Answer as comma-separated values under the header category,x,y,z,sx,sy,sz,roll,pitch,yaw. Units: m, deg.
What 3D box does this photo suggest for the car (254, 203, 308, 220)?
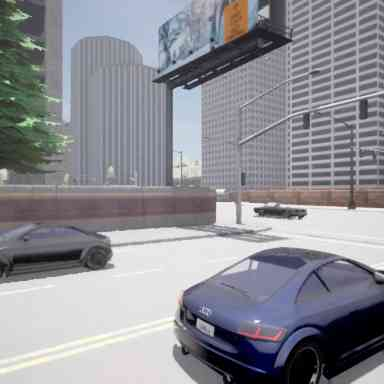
category,x,y,z,sx,sy,sz,roll,pitch,yaw
car,7.497,1.601,28.379,1.895,1.301,4.718,0,0,-31

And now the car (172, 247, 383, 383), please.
category,x,y,z,sx,sy,sz,roll,pitch,yaw
car,1.796,1.564,5.074,4.181,1.385,1.994,0,0,-35

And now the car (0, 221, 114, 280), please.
category,x,y,z,sx,sy,sz,roll,pitch,yaw
car,-4.402,1.564,9.446,4.181,1.385,1.994,0,0,-35
